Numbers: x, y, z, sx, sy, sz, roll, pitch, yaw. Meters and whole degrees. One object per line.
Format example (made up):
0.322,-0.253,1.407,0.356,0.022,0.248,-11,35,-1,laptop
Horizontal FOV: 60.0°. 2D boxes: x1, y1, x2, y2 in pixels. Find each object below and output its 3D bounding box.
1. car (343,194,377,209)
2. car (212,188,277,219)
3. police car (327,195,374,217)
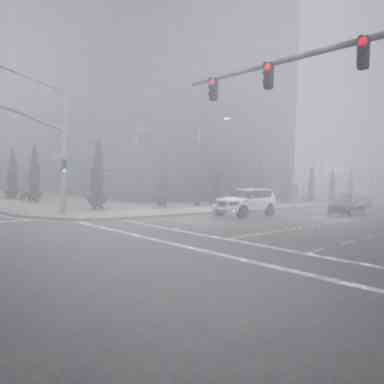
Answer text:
20.006,1.056,39.503,4.902,1.511,2.128,0,2,-44,car
3.861,0.734,23.680,5.566,2.045,2.150,0,2,-44,car
12.905,1.105,27.527,5.238,1.638,1.930,0,2,-44,police car
